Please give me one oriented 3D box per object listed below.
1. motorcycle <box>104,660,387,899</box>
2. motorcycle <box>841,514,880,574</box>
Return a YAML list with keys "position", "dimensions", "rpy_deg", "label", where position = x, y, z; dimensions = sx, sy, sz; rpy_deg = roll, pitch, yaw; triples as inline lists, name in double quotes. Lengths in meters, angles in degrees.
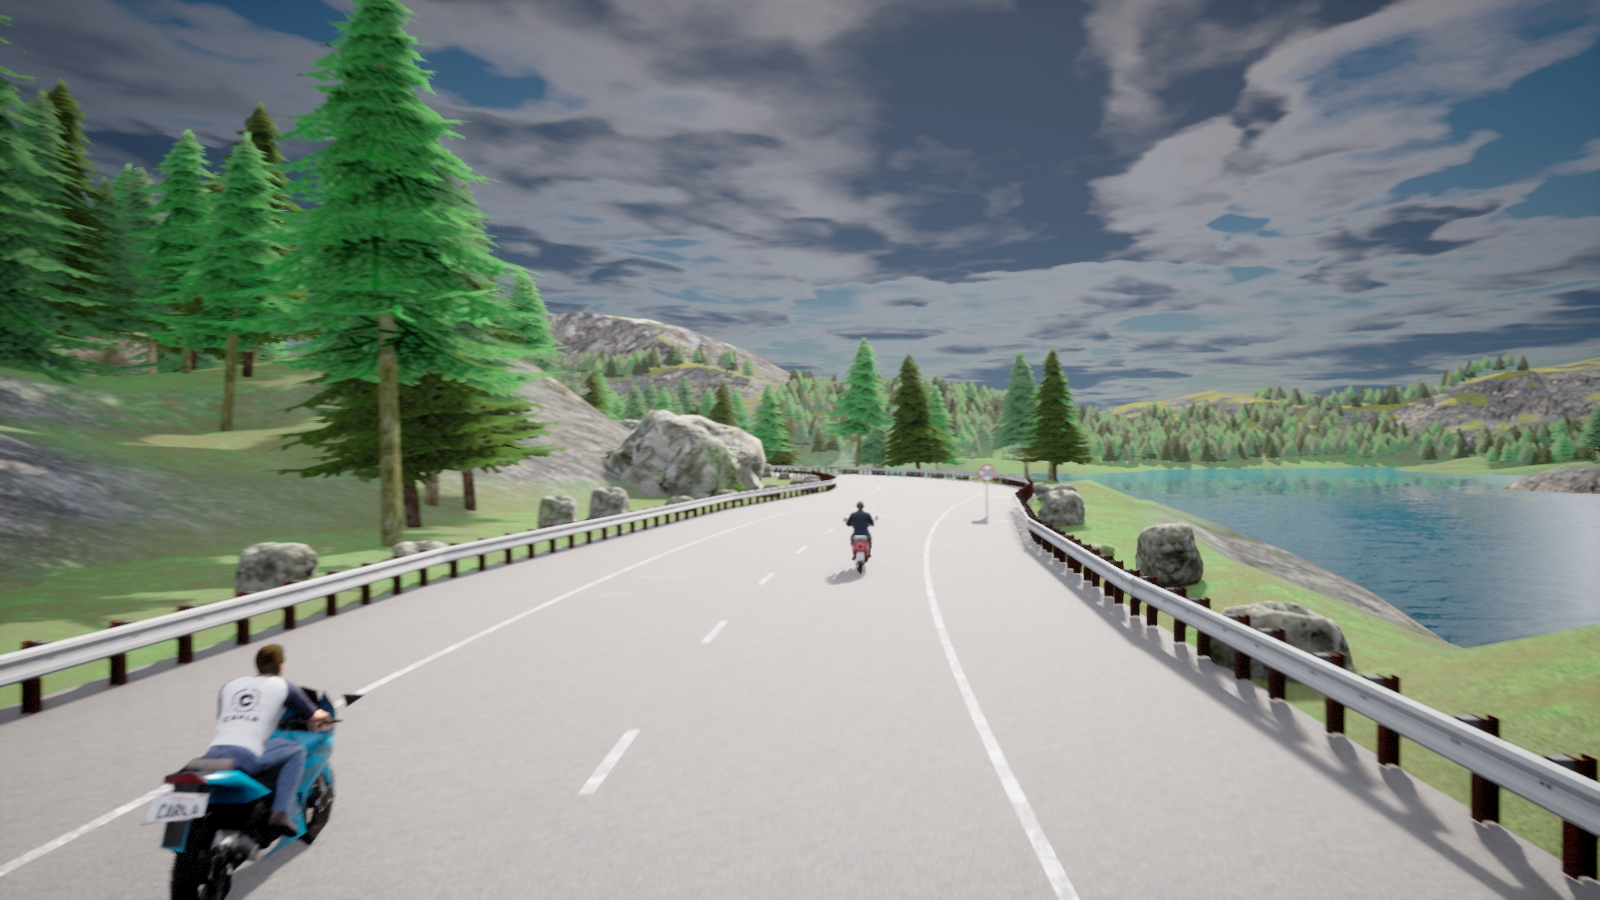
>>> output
- position: [-3.497, 2.174, 7.464]
  dimensions: [0.803, 1.217, 2.033]
  rpy_deg: [1, 0, 2]
  label: "motorcycle"
- position: [1.440, 2.183, 26.801]
  dimensions: [0.856, 1.236, 1.805]
  rpy_deg: [-1, 0, 4]
  label: "motorcycle"
